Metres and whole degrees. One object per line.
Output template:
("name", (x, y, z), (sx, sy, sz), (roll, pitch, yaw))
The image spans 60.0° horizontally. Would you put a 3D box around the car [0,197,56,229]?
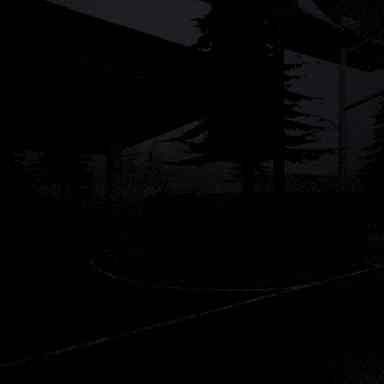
("car", (-11.856, 1.313, 23.546), (3.866, 1.878, 1.905), (0, 0, -36))
